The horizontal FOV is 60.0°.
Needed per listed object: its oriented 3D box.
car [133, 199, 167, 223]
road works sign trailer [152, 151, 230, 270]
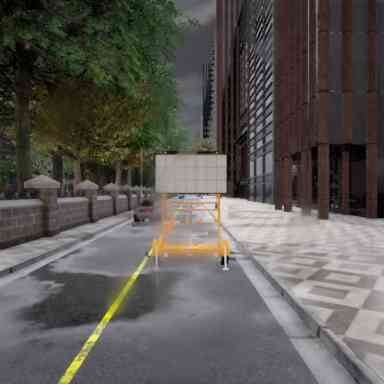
[{"bbox_3d":[-3.067,1.342,25.006,2.097,1.767,4.553,0,0,0],"label":"car"},{"bbox_3d":[-0.028,0.464,11.004,2.380,3.560,2.880,0,0,0],"label":"road works sign trailer"}]
